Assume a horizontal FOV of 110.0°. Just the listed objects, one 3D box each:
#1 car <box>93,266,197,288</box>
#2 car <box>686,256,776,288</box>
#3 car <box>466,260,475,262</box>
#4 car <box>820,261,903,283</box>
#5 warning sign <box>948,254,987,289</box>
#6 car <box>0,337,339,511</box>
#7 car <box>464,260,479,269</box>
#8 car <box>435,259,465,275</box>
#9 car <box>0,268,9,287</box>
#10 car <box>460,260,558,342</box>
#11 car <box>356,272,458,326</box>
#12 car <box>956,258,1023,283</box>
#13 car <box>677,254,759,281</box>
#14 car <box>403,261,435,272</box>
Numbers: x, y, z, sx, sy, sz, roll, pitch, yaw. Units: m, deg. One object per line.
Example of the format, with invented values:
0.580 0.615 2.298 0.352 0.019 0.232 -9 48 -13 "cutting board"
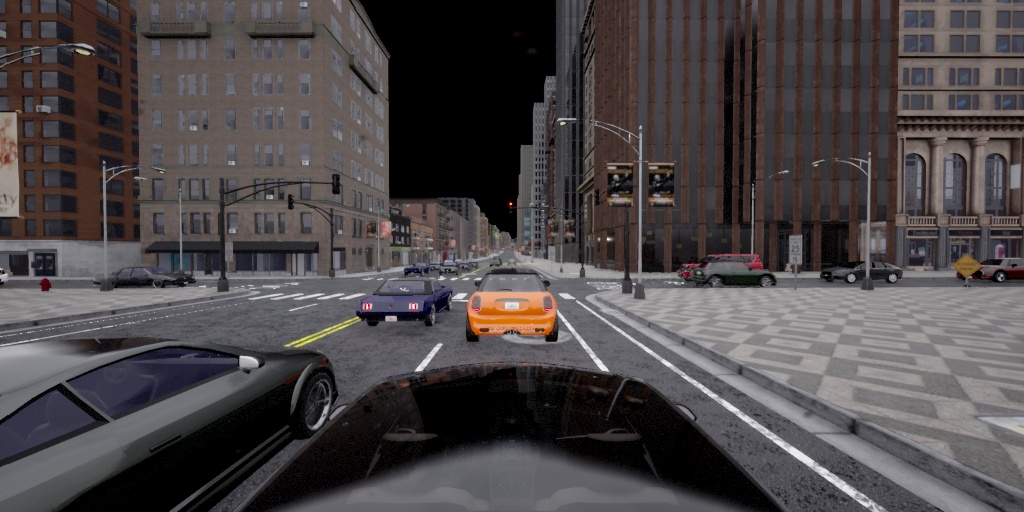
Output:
-24.108 1.397 23.599 5.357 1.411 2.033 0 1 0 "car"
13.817 1.063 22.431 4.553 1.767 2.097 0 1 0 "car"
-6.599 1.338 48.781 1.994 1.385 4.181 0 0 0 "car"
24.895 1.118 25.641 4.892 1.490 1.837 0 1 0 "car"
25.178 0.827 19.839 1.060 1.860 1.300 0 0 0 "warning sign"
-3.158 1.314 2.766 1.994 1.385 4.181 0 0 1 "car"
-6.582 1.343 58.801 1.994 1.385 4.181 0 0 0 "car"
-6.600 1.331 38.822 1.994 1.385 4.181 0 0 0 "car"
-37.128 1.116 23.674 5.566 2.045 2.150 0 1 0 "car"
0.010 1.101 9.934 2.097 1.767 4.553 0 0 0 "car"
-3.149 1.351 11.585 1.895 1.301 4.718 0 0 0 "car"
35.013 0.925 25.670 4.553 1.767 2.097 0 1 0 "car"
14.840 0.875 25.604 5.566 2.045 2.150 0 1 0 "car"
-9.851 1.367 37.615 1.895 1.301 4.718 0 0 0 "car"
